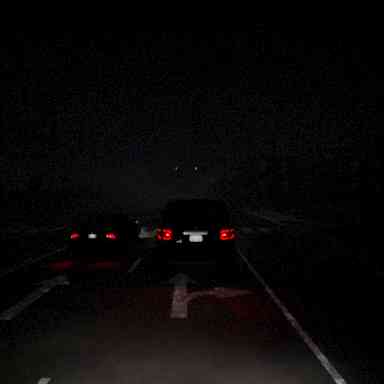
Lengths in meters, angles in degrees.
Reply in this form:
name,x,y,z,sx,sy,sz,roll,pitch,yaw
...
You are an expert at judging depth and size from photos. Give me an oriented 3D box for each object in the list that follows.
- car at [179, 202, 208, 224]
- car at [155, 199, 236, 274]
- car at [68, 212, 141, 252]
name,x,y,z,sx,sy,sz,roll,pitch,yaw
car,0.108,1.557,26.177,2.033,1.411,5.357,0,0,0
car,0.102,1.224,10.746,2.150,2.045,5.566,0,0,0
car,-3.398,1.553,13.822,2.033,1.411,5.357,0,0,0
